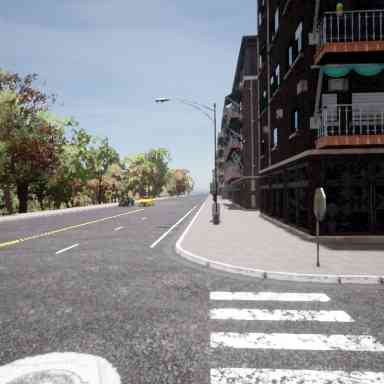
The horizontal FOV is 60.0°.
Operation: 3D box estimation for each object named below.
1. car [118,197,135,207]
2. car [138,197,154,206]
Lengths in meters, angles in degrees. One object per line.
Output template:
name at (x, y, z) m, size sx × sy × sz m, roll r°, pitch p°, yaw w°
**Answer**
car at (-10.548, 1.552, 53.831) m, size 1.837 × 1.490 × 4.892 m, roll -1°, pitch 0°, yaw 3°
car at (-7.304, 1.481, 53.636) m, size 1.882 × 1.535 × 5.008 m, roll -1°, pitch 0°, yaw 3°
